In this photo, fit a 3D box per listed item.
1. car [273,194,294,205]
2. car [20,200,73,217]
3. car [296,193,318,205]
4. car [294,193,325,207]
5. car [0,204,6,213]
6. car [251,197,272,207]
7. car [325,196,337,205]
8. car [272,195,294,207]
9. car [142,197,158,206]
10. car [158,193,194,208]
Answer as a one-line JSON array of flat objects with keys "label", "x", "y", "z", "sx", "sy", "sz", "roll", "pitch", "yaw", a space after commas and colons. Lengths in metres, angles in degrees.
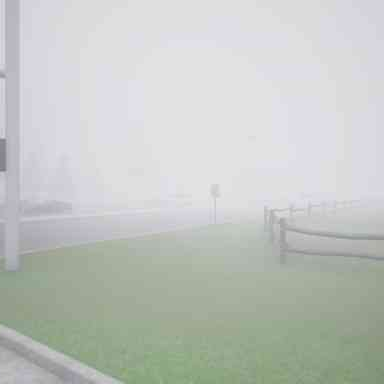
[{"label": "car", "x": 16.765, "y": 1.352, "z": 60.719, "sx": 2.097, "sy": 1.767, "sz": 4.553, "roll": 0, "pitch": 0, "yaw": 36}, {"label": "car", "x": -13.686, "y": 1.491, "z": 31.562, "sx": 2.128, "sy": 1.511, "sz": 4.902, "roll": 0, "pitch": 0, "yaw": 35}, {"label": "car", "x": 20.796, "y": 1.221, "z": 60.123, "sx": 2.150, "sy": 2.045, "sz": 5.566, "roll": 0, "pitch": 0, "yaw": 37}, {"label": "car", "x": 17.774, "y": 1.224, "z": 50.025, "sx": 2.150, "sy": 2.045, "sz": 5.566, "roll": 0, "pitch": 0, "yaw": 36}, {"label": "car", "x": -18.960, "y": 1.564, "z": 36.238, "sx": 1.994, "sy": 1.385, "sz": 4.181, "roll": 0, "pitch": 0, "yaw": 35}, {"label": "car", "x": 11.246, "y": 1.547, "z": 53.001, "sx": 2.033, "sy": 1.411, "sz": 5.357, "roll": 0, "pitch": 0, "yaw": 36}, {"label": "car", "x": 24.387, "y": 1.526, "z": 59.105, "sx": 1.812, "sy": 1.442, "sz": 4.674, "roll": 0, "pitch": 0, "yaw": 36}, {"label": "car", "x": 14.726, "y": 1.352, "z": 51.770, "sx": 2.097, "sy": 1.767, "sz": 4.553, "roll": 0, "pitch": 0, "yaw": 36}, {"label": "car", "x": -5.864, "y": 1.548, "z": 55.027, "sx": 2.033, "sy": 1.411, "sz": 5.357, "roll": 0, "pitch": 0, "yaw": 35}, {"label": "car", "x": -1.985, "y": 1.222, "z": 48.372, "sx": 2.150, "sy": 2.045, "sz": 5.566, "roll": 0, "pitch": 0, "yaw": 35}]
